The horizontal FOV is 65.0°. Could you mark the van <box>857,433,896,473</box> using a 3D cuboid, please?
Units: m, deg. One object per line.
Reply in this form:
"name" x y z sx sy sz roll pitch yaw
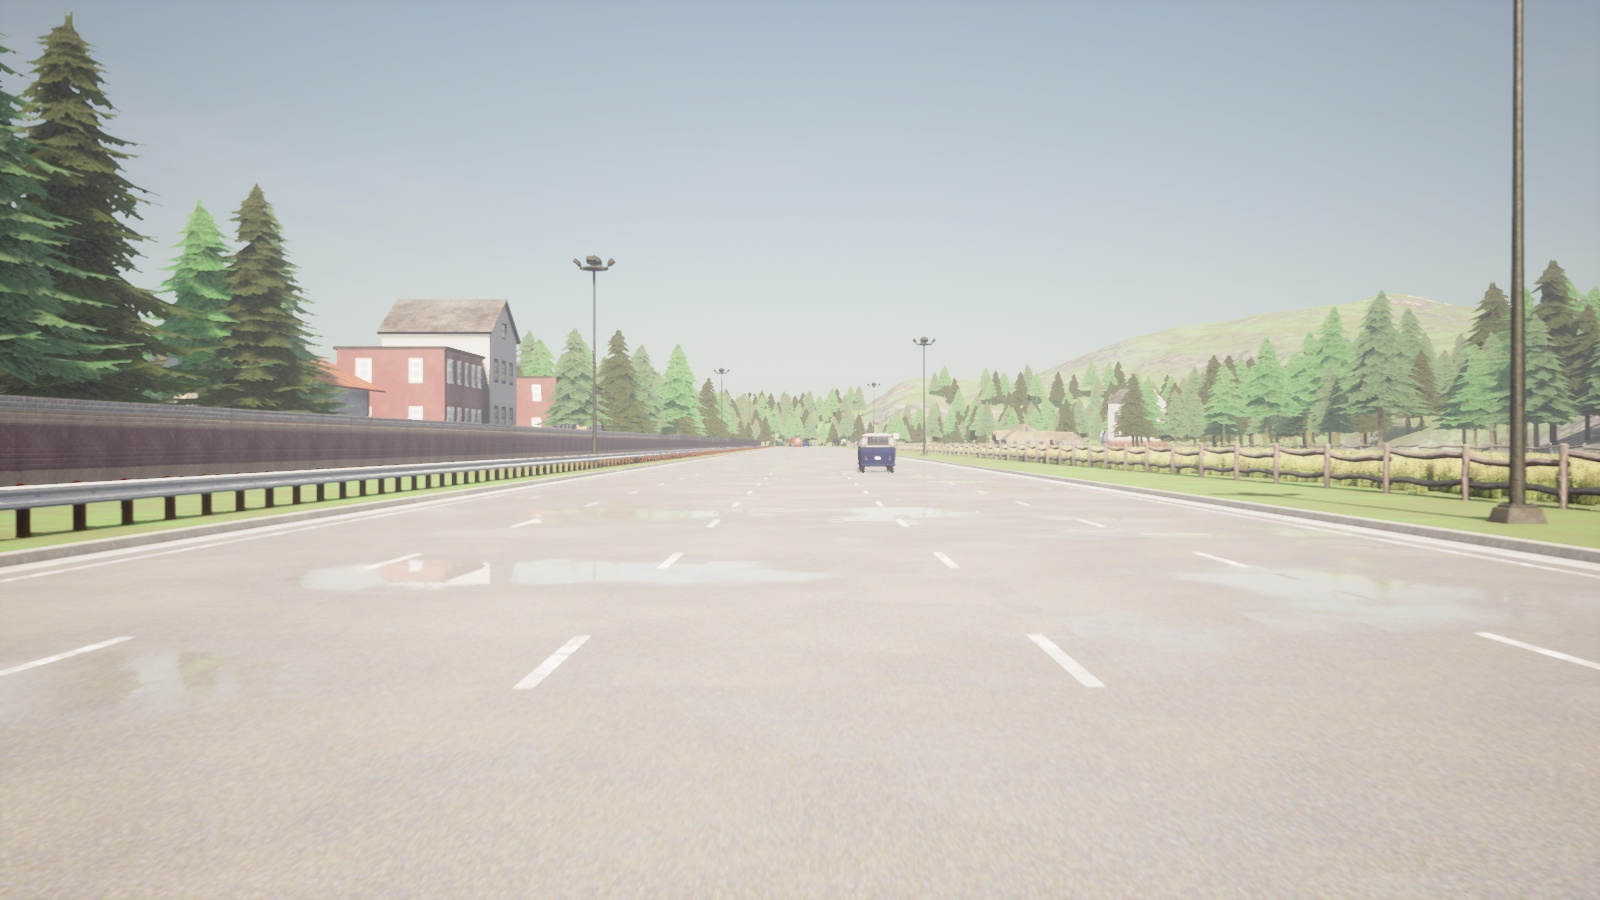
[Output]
"van" 3.889 0.137 64.725 1.775 1.987 4.442 0 0 0
